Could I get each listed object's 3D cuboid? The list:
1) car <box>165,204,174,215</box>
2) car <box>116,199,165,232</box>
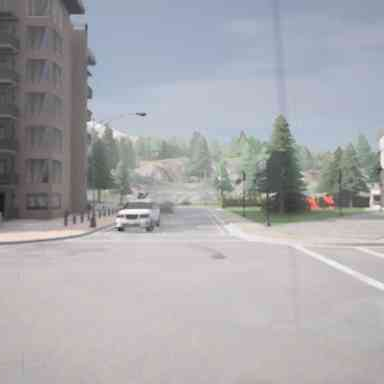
[{"bbox_3d":[-3.275,2.123,41.444,1.895,1.301,4.718,0,-1,0],"label":"car"},{"bbox_3d":[-3.485,1.512,22.644,2.150,2.045,5.566,0,-1,3],"label":"car"}]
